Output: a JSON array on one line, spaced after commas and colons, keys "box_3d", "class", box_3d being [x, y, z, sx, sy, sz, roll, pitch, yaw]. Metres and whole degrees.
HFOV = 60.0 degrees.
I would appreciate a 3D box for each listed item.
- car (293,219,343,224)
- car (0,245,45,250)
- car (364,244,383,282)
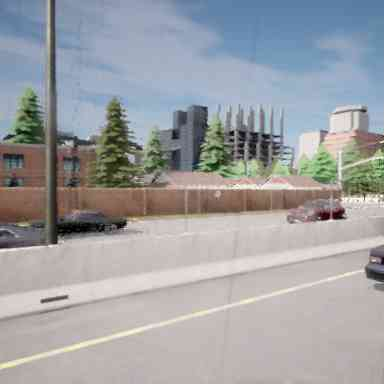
[{"box_3d": [8.669, 1.327, 23.036, 4.553, 1.767, 2.097, 0, 0, -35], "class": "car"}, {"box_3d": [-6.040, 1.489, 8.289, 4.902, 1.511, 2.128, 0, 0, -35], "class": "car"}, {"box_3d": [6.414, 1.536, 8.306, 5.357, 1.411, 2.033, 0, 0, -36], "class": "car"}]
